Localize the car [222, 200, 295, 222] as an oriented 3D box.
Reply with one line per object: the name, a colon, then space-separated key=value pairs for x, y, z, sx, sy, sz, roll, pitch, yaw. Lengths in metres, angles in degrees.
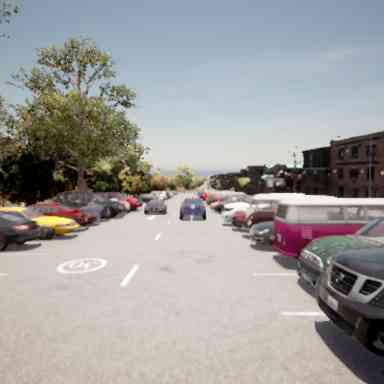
car: x=4.725 y=1.345 z=24.255 sx=4.892 sy=1.521 sz=2.231 roll=0 pitch=0 yaw=0

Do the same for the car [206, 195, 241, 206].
car: x=4.686 y=1.281 z=49.477 sx=5.008 sy=1.535 sz=2.097 roll=0 pitch=0 yaw=0

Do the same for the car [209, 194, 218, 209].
car: x=4.517 y=1.303 z=35.460 sx=5.366 sy=1.575 sz=1.946 roll=0 pitch=0 yaw=0

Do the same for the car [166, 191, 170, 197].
car: x=-8.472 y=0.981 z=76.980 sx=5.566 sy=2.045 sz=2.435 roll=0 pitch=0 yaw=0

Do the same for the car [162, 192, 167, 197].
car: x=-8.240 y=1.250 z=65.878 sx=5.366 sy=1.575 sz=1.946 roll=0 pitch=0 yaw=0

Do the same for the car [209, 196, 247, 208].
car: x=4.719 y=1.321 z=43.870 sx=4.792 sy=1.488 sz=2.163 roll=0 pitch=0 yaw=0

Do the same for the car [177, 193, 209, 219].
car: x=0.067 y=1.201 z=27.771 sx=2.097 sy=1.767 sz=4.553 roll=0 pitch=0 yaw=0

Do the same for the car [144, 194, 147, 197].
car: x=-8.352 y=1.052 z=37.877 sx=5.566 sy=2.045 sz=2.435 roll=0 pitch=0 yaw=0

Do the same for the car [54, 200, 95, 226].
car: x=-8.344 y=1.374 z=18.507 sx=5.008 sy=1.535 sz=2.097 roll=0 pitch=0 yaw=0

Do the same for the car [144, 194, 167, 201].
car: x=-8.633 y=1.225 z=79.756 sx=5.366 sy=1.575 sz=1.946 roll=0 pitch=0 yaw=0

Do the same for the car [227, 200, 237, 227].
car: x=4.735 y=1.372 z=18.644 sx=5.008 sy=1.535 sz=2.097 roll=0 pitch=0 yaw=0

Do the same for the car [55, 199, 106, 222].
car: x=-8.325 y=1.389 z=21.293 sx=4.792 sy=1.488 sz=2.163 roll=0 pitch=0 yaw=0

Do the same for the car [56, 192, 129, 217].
car: x=-8.335 y=1.082 z=26.860 sx=5.566 sy=2.045 sz=2.435 roll=0 pitch=0 yaw=0

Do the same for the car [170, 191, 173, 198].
car: x=-8.485 y=0.966 z=85.306 sx=5.566 sy=2.045 sz=2.435 roll=0 pitch=0 yaw=0

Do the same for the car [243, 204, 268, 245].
car: x=4.743 y=1.401 z=13.038 sx=4.892 sy=1.521 sz=2.231 roll=0 pitch=0 yaw=0

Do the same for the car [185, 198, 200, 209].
car: x=0.044 y=1.414 z=43.285 sx=1.895 sy=1.301 sz=4.718 roll=0 pitch=0 yaw=0

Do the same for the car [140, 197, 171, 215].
car: x=-3.347 y=1.402 z=31.351 sx=1.994 sy=1.385 sz=4.181 roll=0 pitch=0 yaw=0

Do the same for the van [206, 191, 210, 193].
van: x=4.793 y=1.050 z=52.280 sx=4.442 sy=1.987 sz=1.878 roll=0 pitch=0 yaw=0

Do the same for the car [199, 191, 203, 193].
car: x=4.687 y=1.005 z=63.492 sx=5.566 sy=2.045 sz=2.435 roll=0 pitch=0 yaw=0

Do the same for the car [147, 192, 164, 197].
car: x=-8.427 y=1.259 z=63.100 sx=4.892 sy=1.521 sz=2.231 roll=0 pitch=0 yaw=0

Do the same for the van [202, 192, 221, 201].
van: x=4.519 y=1.005 z=77.509 sx=4.442 sy=1.987 sz=1.878 roll=0 pitch=0 yaw=0

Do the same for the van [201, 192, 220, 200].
van: x=4.515 y=1.000 z=80.312 sx=4.442 sy=1.987 sz=1.878 roll=0 pitch=0 yaw=0

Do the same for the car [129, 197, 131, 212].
car: x=-8.362 y=1.324 z=29.647 sx=5.008 sy=1.535 sz=2.097 roll=0 pitch=0 yaw=0

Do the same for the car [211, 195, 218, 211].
car: x=4.713 y=1.313 z=32.660 sx=5.008 sy=1.535 sz=2.097 roll=0 pitch=0 yaw=0

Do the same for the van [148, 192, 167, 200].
van: x=-8.569 y=0.997 z=82.530 sx=4.442 sy=1.987 sz=1.878 roll=0 pitch=0 yaw=0

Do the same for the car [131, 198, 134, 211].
car: x=-8.369 y=1.355 z=32.308 sx=4.674 sy=1.452 sz=2.002 roll=0 pitch=0 yaw=0

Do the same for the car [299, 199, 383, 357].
car: x=4.716 y=1.195 z=4.627 sx=5.566 sy=2.045 sz=2.435 roll=0 pitch=0 yaw=0

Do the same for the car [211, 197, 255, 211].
car: x=4.669 y=1.331 z=38.263 sx=4.792 sy=1.488 sz=2.163 roll=0 pitch=0 yaw=0

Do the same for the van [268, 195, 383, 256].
van: x=4.856 y=1.189 z=10.232 sx=4.442 sy=1.987 sz=1.878 roll=0 pitch=0 yaw=0

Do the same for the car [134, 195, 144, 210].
car: x=-8.347 y=1.057 z=35.215 sx=5.566 sy=2.045 sz=2.435 roll=0 pitch=0 yaw=0

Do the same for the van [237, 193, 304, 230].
van: x=4.617 y=1.160 z=15.839 sx=4.442 sy=1.987 sz=1.878 roll=0 pitch=0 yaw=0

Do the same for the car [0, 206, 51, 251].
car: x=-8.340 y=1.441 z=12.936 sx=4.674 sy=1.452 sz=2.002 roll=0 pitch=0 yaw=0

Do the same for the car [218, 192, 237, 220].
car: x=4.697 y=1.107 z=21.446 sx=5.566 sy=2.045 sz=2.435 roll=0 pitch=0 yaw=0

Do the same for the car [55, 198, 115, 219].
car: x=-8.387 y=1.375 z=24.078 sx=4.792 sy=1.488 sz=2.163 roll=0 pitch=0 yaw=0

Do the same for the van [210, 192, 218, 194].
van: x=4.811 y=1.071 z=41.067 sx=4.442 sy=1.987 sz=1.878 roll=0 pitch=0 yaw=0

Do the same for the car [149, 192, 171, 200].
car: x=-8.432 y=0.956 z=88.083 sx=5.566 sy=2.045 sz=2.435 roll=0 pitch=0 yaw=0

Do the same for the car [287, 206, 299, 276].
car: x=4.774 y=1.303 z=7.429 sx=4.553 sy=1.767 sz=2.185 roll=0 pitch=0 yaw=0

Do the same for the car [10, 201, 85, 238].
car: x=-8.160 y=1.385 z=15.721 sx=5.366 sy=1.575 sz=1.946 roll=0 pitch=0 yaw=0
